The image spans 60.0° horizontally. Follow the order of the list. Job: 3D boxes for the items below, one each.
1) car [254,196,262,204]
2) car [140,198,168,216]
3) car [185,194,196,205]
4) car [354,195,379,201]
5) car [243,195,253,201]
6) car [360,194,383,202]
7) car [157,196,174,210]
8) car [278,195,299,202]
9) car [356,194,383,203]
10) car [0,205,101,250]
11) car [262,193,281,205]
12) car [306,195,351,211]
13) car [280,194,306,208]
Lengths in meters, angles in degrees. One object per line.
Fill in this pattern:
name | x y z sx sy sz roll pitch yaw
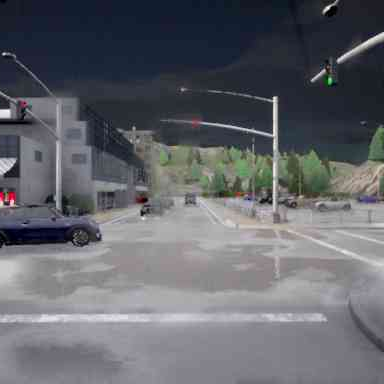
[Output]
car | 13.467 1.101 56.657 4.605 1.855 1.932 0 0 0
car | -3.755 1.557 32.045 1.994 1.385 4.181 0 0 0
car | -0.291 1.535 58.011 2.033 1.411 5.357 0 0 0
car | 39.542 1.339 75.384 4.514 1.523 2.007 0 0 0
car | 13.509 1.373 75.241 3.633 1.501 1.845 0 0 0
car | 39.611 1.331 72.248 5.027 1.636 2.152 0 0 0
car | -3.804 1.343 42.314 2.097 1.767 4.553 0 0 0
car | 20.944 1.384 72.299 3.806 1.475 1.970 0 0 0
car | 31.998 1.322 60.363 3.633 1.501 1.845 0 0 0
car | -6.066 1.294 13.520 4.553 1.767 2.097 0 0 -21
car | 13.894 1.081 53.753 3.866 1.878 1.905 0 0 0
car | 14.316 1.240 34.543 3.806 1.475 1.970 0 0 0
car | 13.960 1.160 40.959 5.027 1.636 2.152 0 0 0
